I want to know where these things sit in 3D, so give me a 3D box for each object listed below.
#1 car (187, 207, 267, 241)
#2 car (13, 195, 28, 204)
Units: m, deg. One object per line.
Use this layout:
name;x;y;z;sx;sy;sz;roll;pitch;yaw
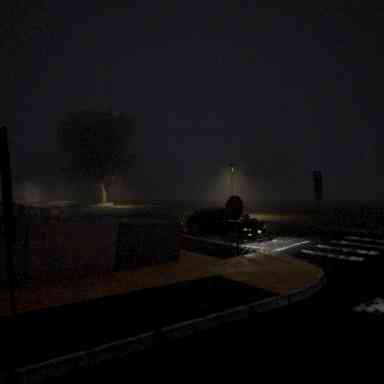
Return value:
car;1.677;1.603;17.507;1.837;1.490;4.892;-5;3;-38
car;-30.739;1.369;59.403;1.882;1.535;5.008;-5;3;-38
